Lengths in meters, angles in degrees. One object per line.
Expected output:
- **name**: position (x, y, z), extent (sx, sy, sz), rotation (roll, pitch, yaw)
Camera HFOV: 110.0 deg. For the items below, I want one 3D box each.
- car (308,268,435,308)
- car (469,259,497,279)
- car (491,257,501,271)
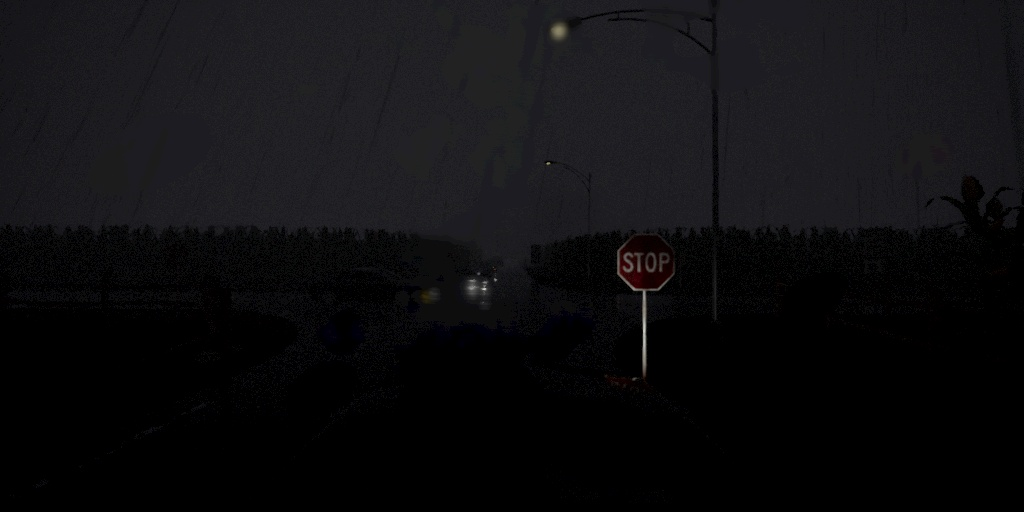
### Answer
- **car**: position (-5.625, 1.272, 14.648), extent (4.892, 1.490, 1.837), rotation (1, 0, 1)
- **car**: position (-2.824, 1.262, 32.856), extent (2.128, 1.511, 4.902), rotation (0, 0, 0)
- **car**: position (-2.811, 1.275, 46.449), extent (1.837, 1.490, 4.892), rotation (0, 2, 0)
